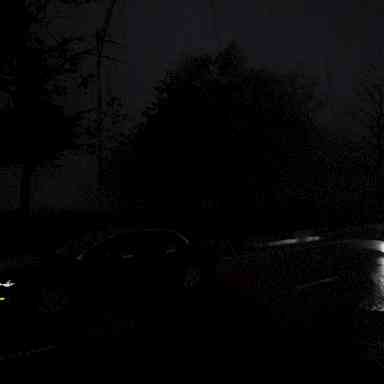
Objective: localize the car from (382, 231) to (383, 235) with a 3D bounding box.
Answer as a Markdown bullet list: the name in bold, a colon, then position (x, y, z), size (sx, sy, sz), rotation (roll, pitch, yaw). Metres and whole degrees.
- **car**: position (11.605, 1.614, 16.498), size (5.357, 1.411, 2.033), rotation (1, 0, -35)

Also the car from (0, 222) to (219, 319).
- **car**: position (-1.685, 1.484, 7.385), size (4.892, 1.490, 1.837), rotation (0, 0, -32)
